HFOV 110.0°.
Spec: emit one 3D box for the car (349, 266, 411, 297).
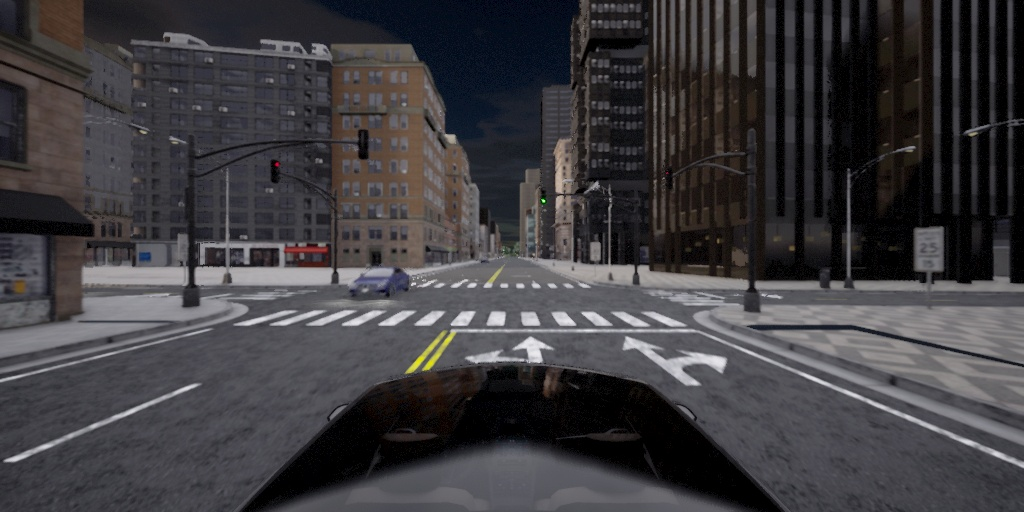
[{"bbox_3d":[-6.502,1.247,18.210,1.812,1.442,4.674,0,0,0],"label":"car"}]
